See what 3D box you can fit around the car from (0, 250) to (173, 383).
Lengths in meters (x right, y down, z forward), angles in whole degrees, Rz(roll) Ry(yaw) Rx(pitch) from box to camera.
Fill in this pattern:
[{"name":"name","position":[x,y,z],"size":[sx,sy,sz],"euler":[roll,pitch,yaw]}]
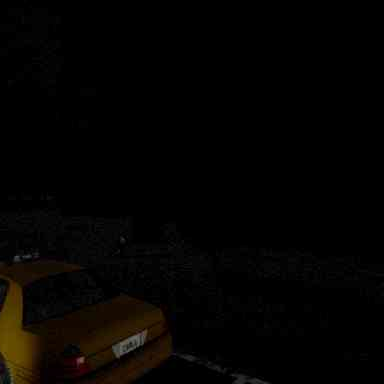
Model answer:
[{"name":"car","position":[-2.511,1.525,4.751],"size":[4.829,1.417,1.752],"euler":[0,0,36]}]
